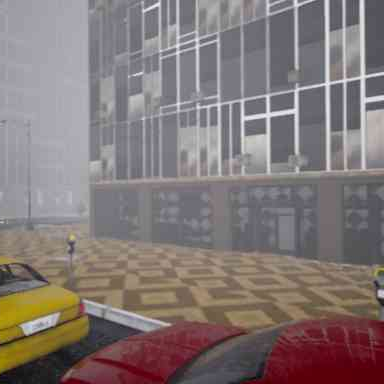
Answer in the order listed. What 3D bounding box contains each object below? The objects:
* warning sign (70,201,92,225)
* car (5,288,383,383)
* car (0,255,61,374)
[{"bbox_3d":[-9.110,1.672,27.276,1.300,1.860,1.060,1,0,33],"label":"warning sign"},{"bbox_3d":[0.956,1.548,2.038,4.507,1.381,1.887,-1,0,36],"label":"car"},{"bbox_3d":[-3.702,1.582,5.361,4.829,1.417,1.752,-1,0,36],"label":"car"}]
